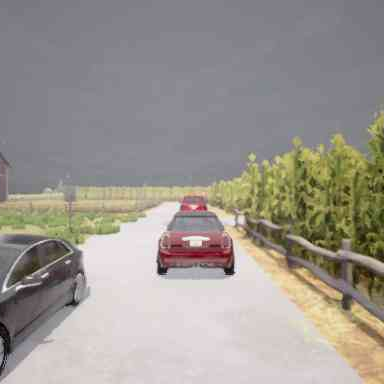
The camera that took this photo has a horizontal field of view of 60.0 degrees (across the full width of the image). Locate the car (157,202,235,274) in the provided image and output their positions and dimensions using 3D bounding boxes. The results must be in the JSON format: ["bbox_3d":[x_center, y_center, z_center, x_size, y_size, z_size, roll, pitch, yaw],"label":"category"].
[{"bbox_3d":[0.105,1.375,10.797,2.097,1.767,4.553,0,0,0],"label":"car"}]

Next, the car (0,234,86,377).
[{"bbox_3d":[-3.168,1.518,5.262,1.837,1.490,4.892,0,-1,0],"label":"car"}]

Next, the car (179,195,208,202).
[{"bbox_3d":[0.123,1.282,26.956,2.150,2.045,5.566,0,0,0],"label":"car"}]
